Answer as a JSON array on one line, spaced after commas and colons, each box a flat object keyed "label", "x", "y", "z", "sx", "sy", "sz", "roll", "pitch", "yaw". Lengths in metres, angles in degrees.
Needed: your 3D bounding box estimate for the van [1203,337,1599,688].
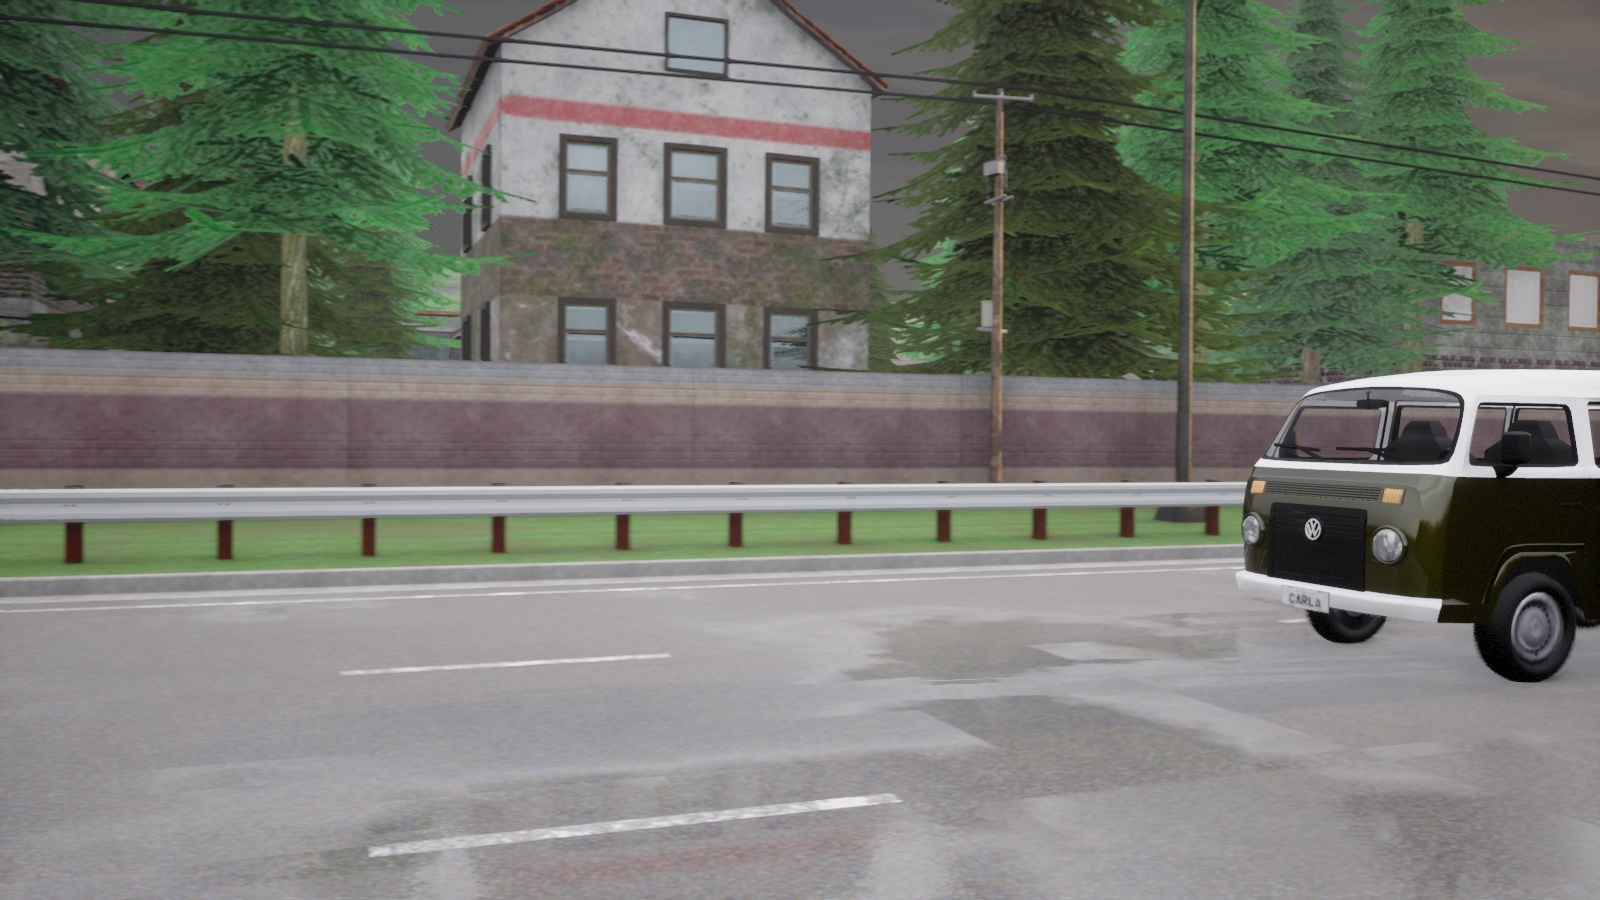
[{"label": "van", "x": 5.424, "y": 0.316, "z": 9.038, "sx": 4.480, "sy": 2.038, "sz": 2.069, "roll": -1, "pitch": 1, "yaw": -21}]
